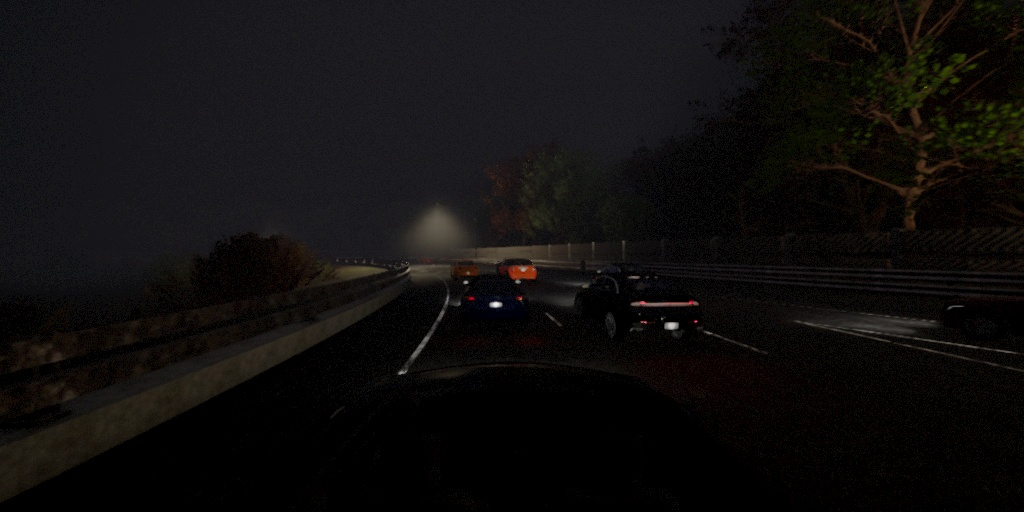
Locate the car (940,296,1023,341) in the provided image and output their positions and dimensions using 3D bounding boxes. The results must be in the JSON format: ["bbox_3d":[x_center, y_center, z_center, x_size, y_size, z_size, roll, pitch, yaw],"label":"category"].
[{"bbox_3d":[12.123,1.221,7.111,1.812,1.442,4.674,0,0,-27],"label":"car"}]

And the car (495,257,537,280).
[{"bbox_3d":[0.280,0.967,26.721,2.097,1.767,4.553,0,0,-13],"label":"car"}]

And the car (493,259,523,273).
[{"bbox_3d":[-0.517,1.111,40.753,1.994,1.385,4.181,0,0,-21],"label":"car"}]

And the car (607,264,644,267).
[{"bbox_3d":[5.553,1.136,18.199,2.128,1.511,4.902,0,0,-9],"label":"car"}]

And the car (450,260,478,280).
[{"bbox_3d":[-3.879,1.093,29.029,1.882,1.535,5.008,0,0,-14],"label":"car"}]

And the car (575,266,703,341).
[{"bbox_3d":[3.072,1.189,9.693,2.128,1.511,4.902,0,0,-4],"label":"car"}]

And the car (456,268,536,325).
[{"bbox_3d":[-0.635,1.263,11.615,1.994,1.385,4.181,0,0,-6],"label":"car"}]
